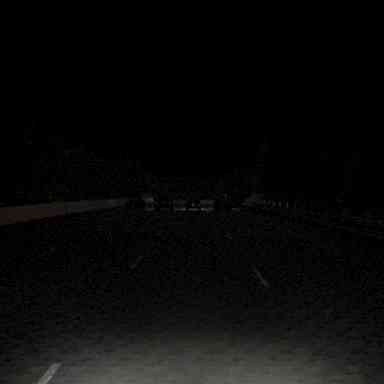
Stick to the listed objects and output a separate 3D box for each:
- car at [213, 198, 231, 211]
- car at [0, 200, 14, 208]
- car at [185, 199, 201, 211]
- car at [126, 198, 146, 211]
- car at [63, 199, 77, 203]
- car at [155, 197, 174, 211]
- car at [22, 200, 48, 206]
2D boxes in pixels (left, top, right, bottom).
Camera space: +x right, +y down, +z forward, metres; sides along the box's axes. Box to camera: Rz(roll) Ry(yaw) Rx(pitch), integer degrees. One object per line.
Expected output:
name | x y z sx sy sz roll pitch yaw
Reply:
car | 3.674 1.496 40.903 1.882 1.535 5.008 0 -1 0
car | -24.501 1.556 44.958 2.128 1.511 4.902 0 -1 0
car | 0.173 1.564 40.712 2.033 1.411 5.357 0 -1 0
car | -6.827 1.497 40.945 1.882 1.535 5.008 0 -1 0
car | -17.489 1.652 46.920 1.994 1.385 4.181 0 -1 0
car | -3.327 1.369 40.839 2.097 1.767 4.553 0 -1 0
car | -21.002 1.571 45.031 1.837 1.490 4.892 0 -1 0
